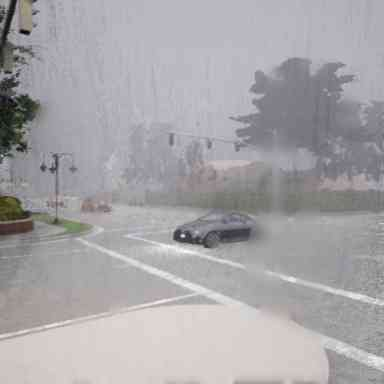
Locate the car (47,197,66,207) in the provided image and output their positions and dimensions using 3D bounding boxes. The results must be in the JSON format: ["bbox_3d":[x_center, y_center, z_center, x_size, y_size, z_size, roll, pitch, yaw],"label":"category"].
[{"bbox_3d":[-20.728,1.502,50.935,1.882,1.535,5.008,0,0,-36],"label":"car"}]

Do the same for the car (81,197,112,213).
[{"bbox_3d":[-10.637,1.376,36.982,2.097,1.767,4.553,0,0,-36],"label":"car"}]

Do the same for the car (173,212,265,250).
[{"bbox_3d":[1.261,1.583,14.597,4.181,1.385,1.994,0,0,-35],"label":"car"}]
